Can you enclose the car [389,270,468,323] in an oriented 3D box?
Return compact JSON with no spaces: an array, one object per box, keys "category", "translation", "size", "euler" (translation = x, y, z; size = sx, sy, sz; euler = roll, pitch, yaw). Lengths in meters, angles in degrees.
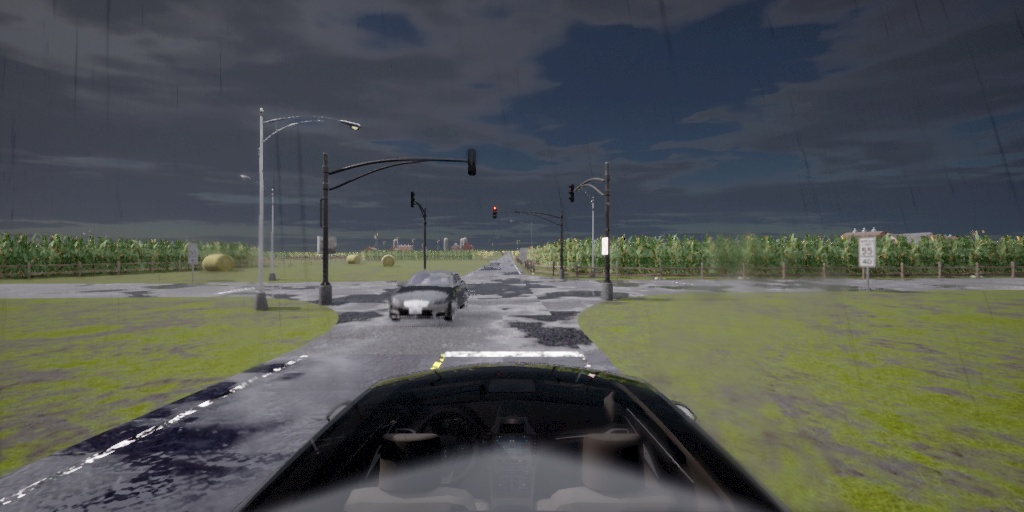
[{"category":"car","translation":[-2.650,1.244,12.290],"size":[2.128,1.511,4.902],"euler":[0,0,0]}]
